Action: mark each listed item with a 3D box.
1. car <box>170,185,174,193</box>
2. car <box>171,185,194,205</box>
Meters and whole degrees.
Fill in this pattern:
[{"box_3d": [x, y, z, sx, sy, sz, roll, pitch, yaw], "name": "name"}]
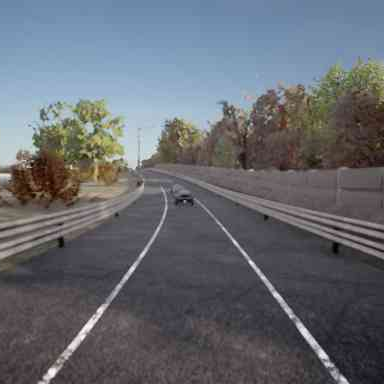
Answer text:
[{"box_3d": [-2.012, -0.337, 45.981, 1.895, 1.301, 4.718, 0, 5, -6], "name": "car"}, {"box_3d": [-0.848, 0.478, 33.720, 1.837, 1.490, 4.892, 0, 4, -5], "name": "car"}]
